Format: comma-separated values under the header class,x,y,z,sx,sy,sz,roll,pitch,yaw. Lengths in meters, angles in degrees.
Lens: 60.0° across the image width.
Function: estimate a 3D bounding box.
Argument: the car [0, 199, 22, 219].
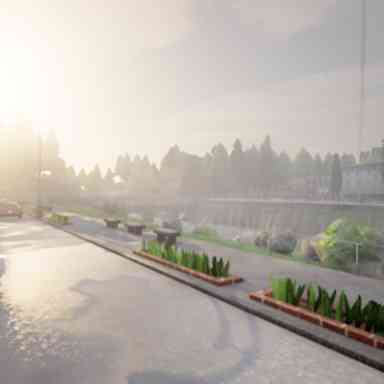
class,x,y,z,sx,sy,sz,roll,pitch,yaw
car,-16.090,1.584,29.100,1.994,1.385,4.181,0,0,-33
